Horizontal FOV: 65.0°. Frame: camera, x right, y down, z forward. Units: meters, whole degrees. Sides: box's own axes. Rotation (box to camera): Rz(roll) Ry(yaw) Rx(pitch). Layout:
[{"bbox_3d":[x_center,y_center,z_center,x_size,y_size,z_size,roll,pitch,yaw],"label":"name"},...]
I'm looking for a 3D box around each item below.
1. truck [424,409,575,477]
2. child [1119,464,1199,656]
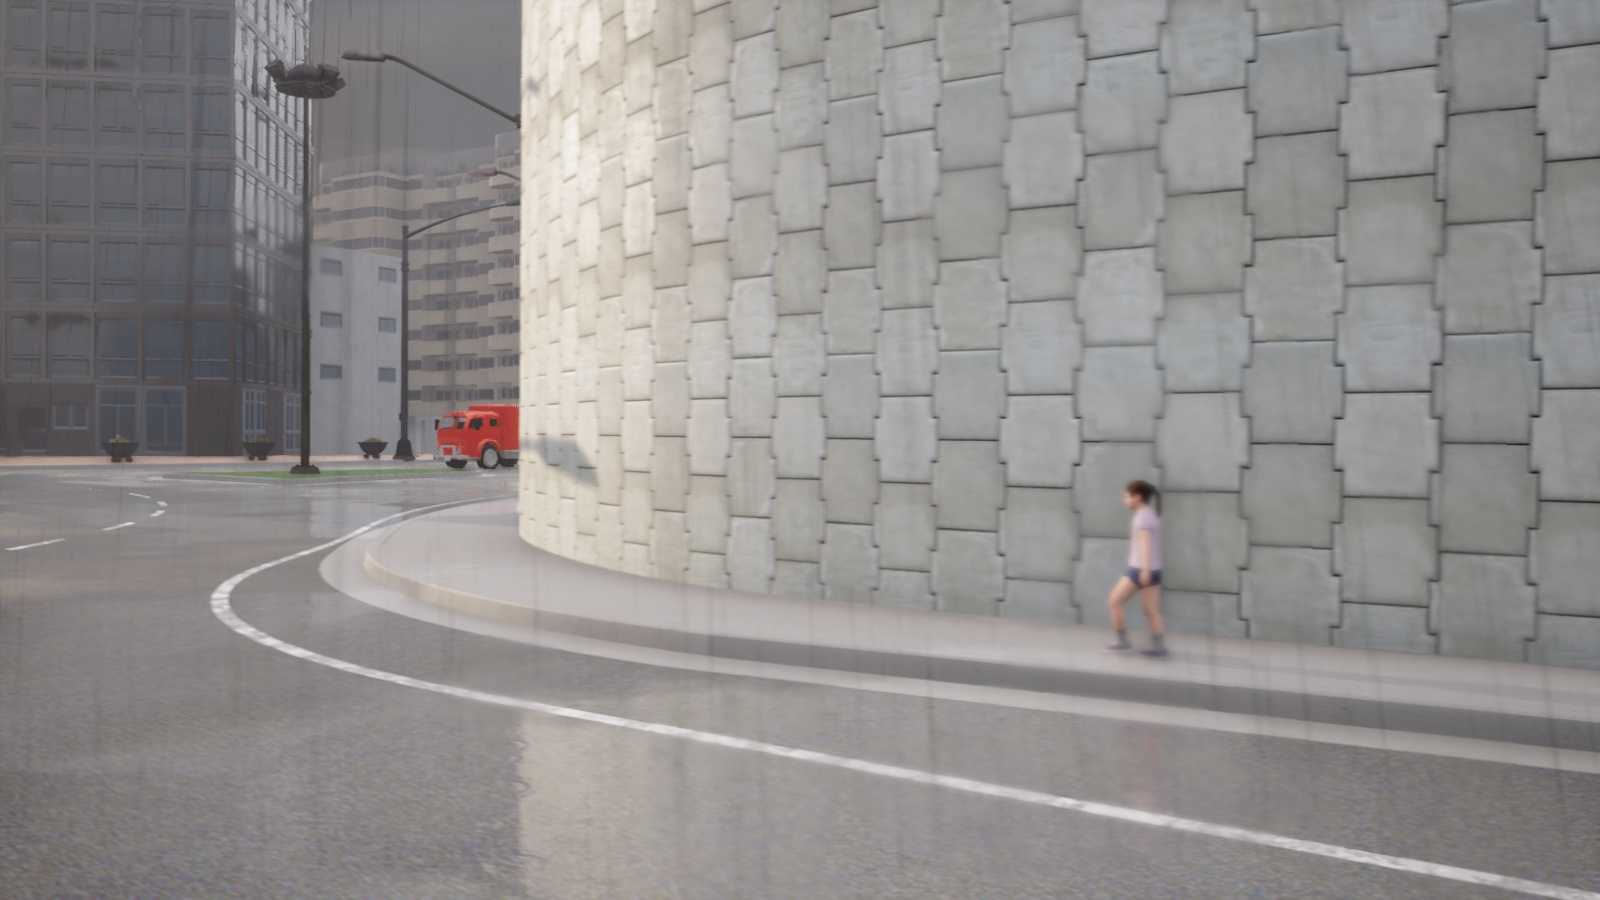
[{"bbox_3d":[-11.489,-0.307,48.358,2.627,2.467,5.204,0,1,35],"label":"truck"},{"bbox_3d":[2.151,0.644,7.531,0.394,1.110,0.255,0,1,35],"label":"child"}]
